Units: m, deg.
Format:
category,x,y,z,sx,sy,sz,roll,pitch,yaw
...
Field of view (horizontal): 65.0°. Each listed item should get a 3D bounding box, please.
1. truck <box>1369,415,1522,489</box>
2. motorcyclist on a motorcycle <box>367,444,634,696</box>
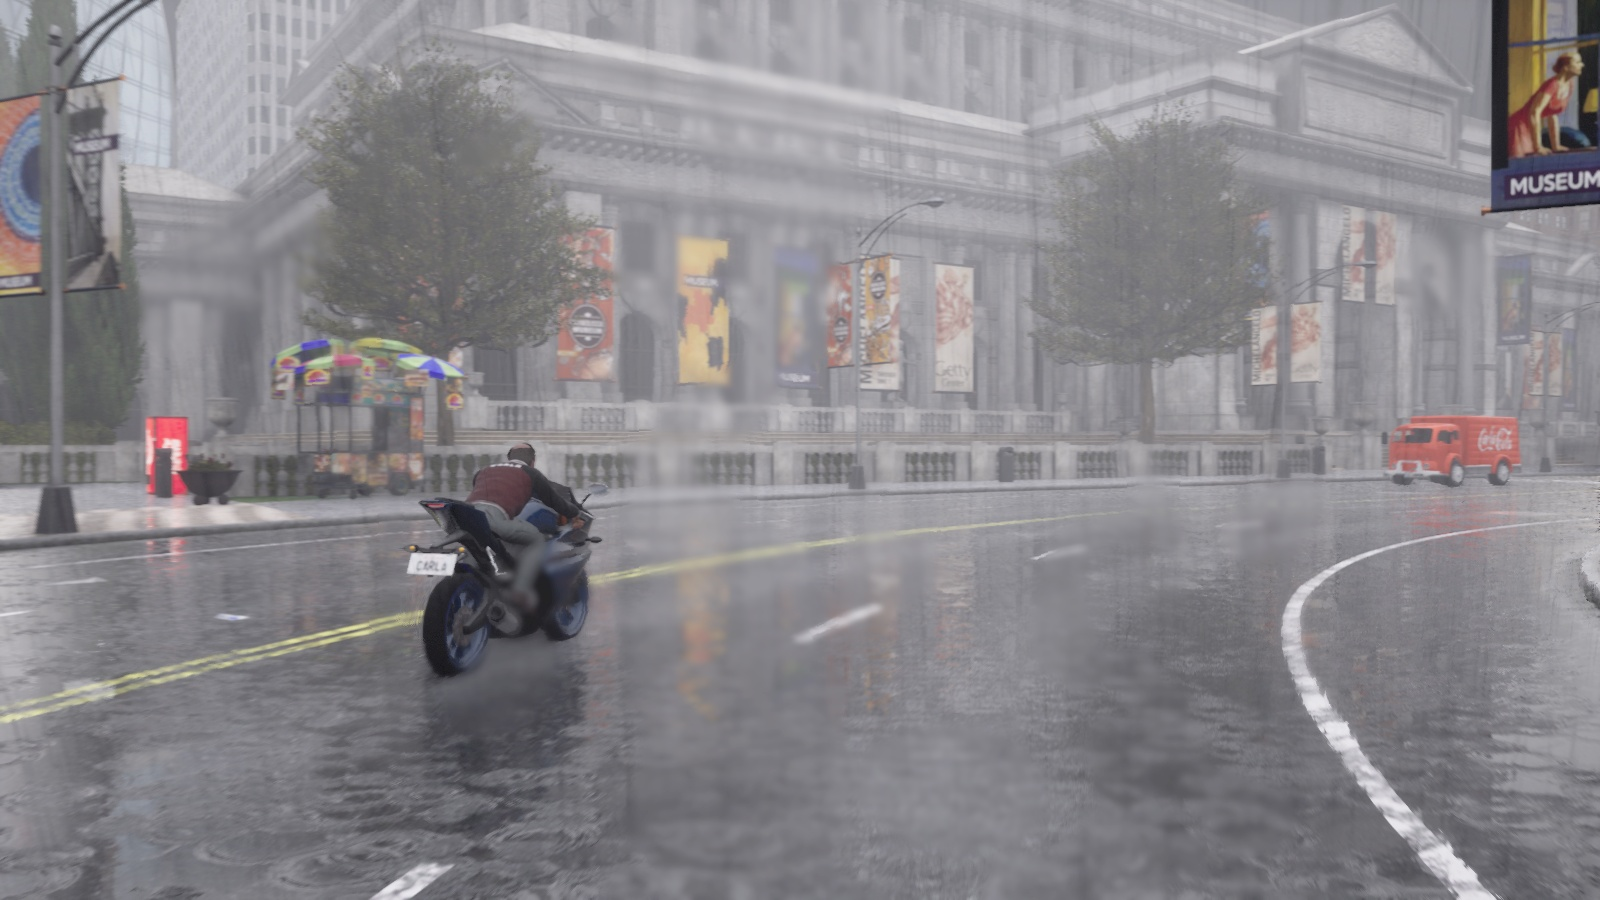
category,x,y,z,sx,sy,sz,roll,pitch,yaw
truck,22.864,0.056,44.426,5.204,2.467,2.627,0,0,-34
motorcyclist on a motorcycle,-2.002,0.727,8.815,0.866,1.530,2.191,0,0,15
